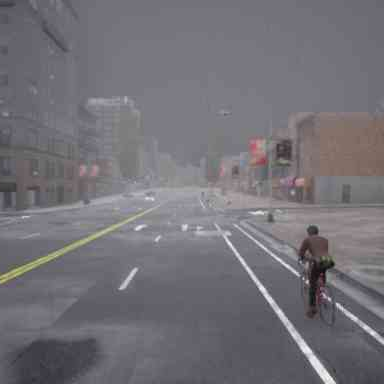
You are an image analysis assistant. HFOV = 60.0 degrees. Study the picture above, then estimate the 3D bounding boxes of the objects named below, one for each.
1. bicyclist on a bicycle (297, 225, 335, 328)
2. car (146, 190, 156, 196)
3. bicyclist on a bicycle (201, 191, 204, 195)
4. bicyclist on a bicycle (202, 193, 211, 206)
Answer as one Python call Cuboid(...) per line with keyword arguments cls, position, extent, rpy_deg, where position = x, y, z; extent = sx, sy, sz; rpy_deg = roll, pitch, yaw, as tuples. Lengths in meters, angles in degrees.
Cuboid(cls="bicyclist on a bicycle", position=(2.248, 1.448, 6.049), extent=(0.582, 1.620, 1.656), rpy_deg=(0, 0, 0))
Cuboid(cls="car", position=(-9.760, 0.250, 79.505), extent=(1.994, 1.385, 4.181), rpy_deg=(0, 1, 0))
Cuboid(cls="bicyclist on a bicycle", position=(2.240, 0.690, 69.248), extent=(0.659, 1.776, 1.843), rpy_deg=(0, 1, 0))
Cuboid(cls="bicyclist on a bicycle", position=(2.262, 1.205, 47.393), extent=(0.866, 1.612, 1.509), rpy_deg=(0, 1, 0))
